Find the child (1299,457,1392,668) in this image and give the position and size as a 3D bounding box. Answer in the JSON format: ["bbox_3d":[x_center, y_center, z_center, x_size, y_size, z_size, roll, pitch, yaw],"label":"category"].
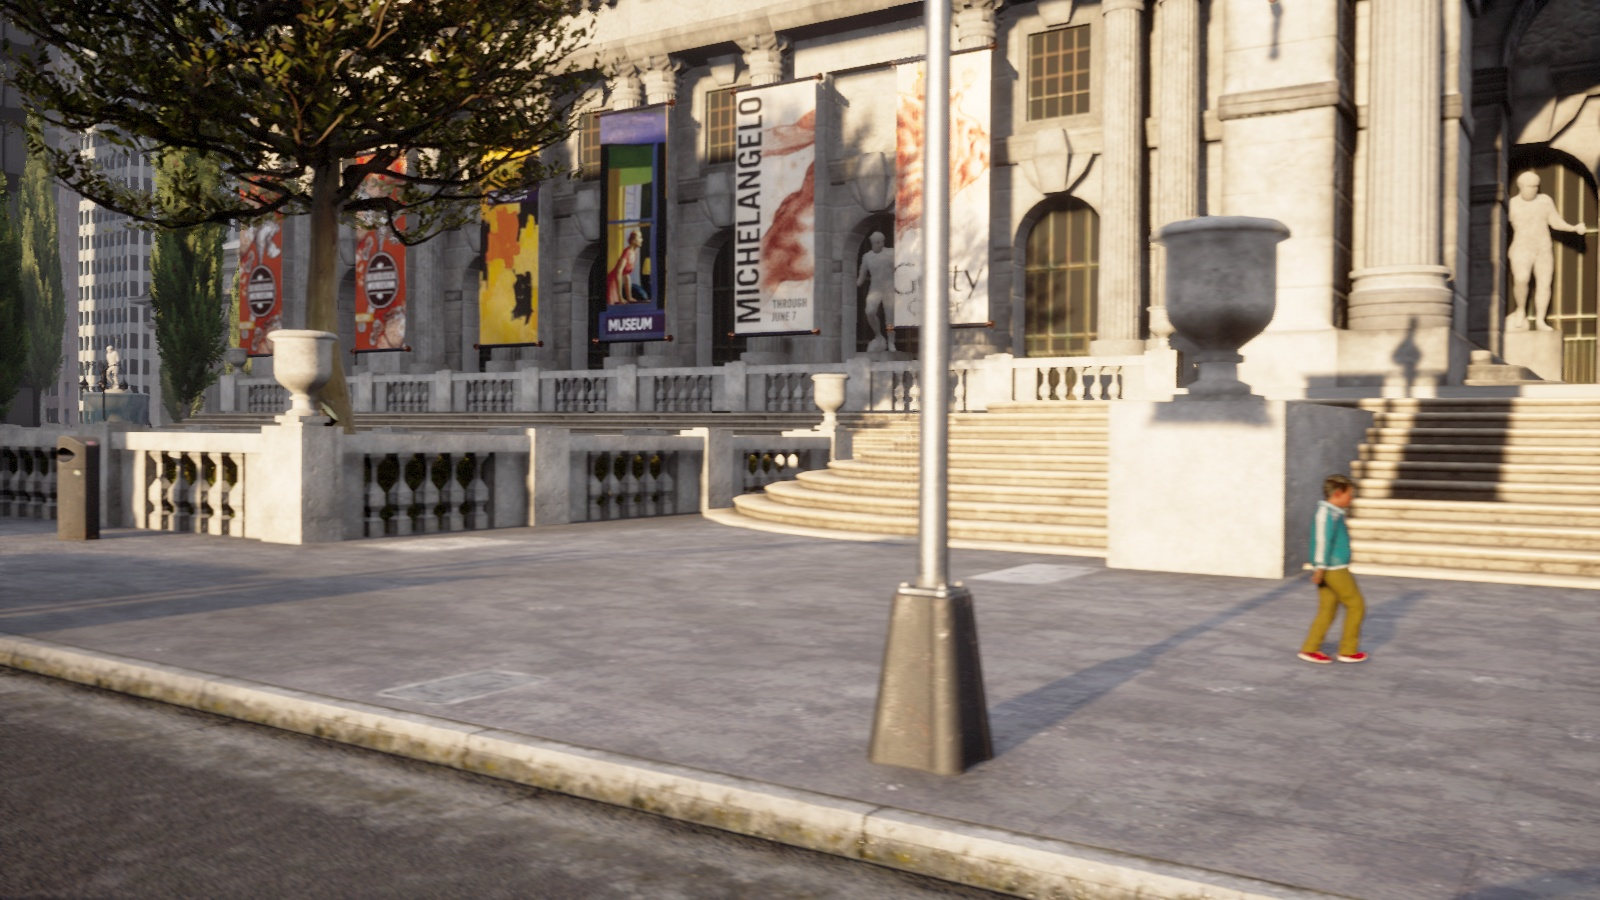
[{"bbox_3d":[3.180,0.639,7.335,0.448,1.192,0.343,0,1,15],"label":"child"}]
